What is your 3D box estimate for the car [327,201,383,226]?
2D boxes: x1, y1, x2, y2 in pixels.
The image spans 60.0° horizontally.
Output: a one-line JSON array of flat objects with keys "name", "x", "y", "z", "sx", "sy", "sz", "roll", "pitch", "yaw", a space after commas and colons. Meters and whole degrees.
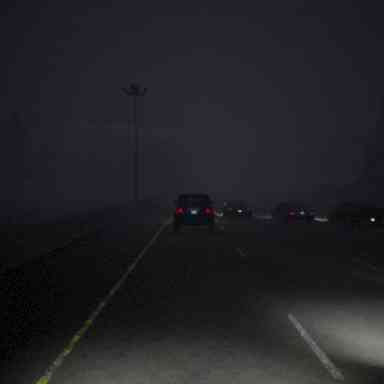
[{"name": "car", "x": 10.603, "y": 1.367, "z": 21.919, "sx": 1.837, "sy": 1.490, "sz": 4.892, "roll": 0, "pitch": 0, "yaw": 0}]

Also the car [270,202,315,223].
[{"name": "car", "x": 7.103, "y": 1.397, "z": 23.917, "sx": 2.033, "sy": 1.411, "sz": 5.357, "roll": 0, "pitch": 0, "yaw": 0}]

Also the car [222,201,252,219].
[{"name": "car", "x": 3.604, "y": 1.394, "z": 27.058, "sx": 1.994, "sy": 1.385, "sz": 4.181, "roll": 0, "pitch": 0, "yaw": 0}]

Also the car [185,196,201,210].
[{"name": "car", "x": 0.105, "y": 1.273, "z": 38.984, "sx": 1.812, "sy": 1.442, "sz": 4.674, "roll": 0, "pitch": 0, "yaw": 0}]

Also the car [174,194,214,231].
[{"name": "car", "x": 0.102, "y": 1.099, "z": 19.522, "sx": 2.150, "sy": 2.045, "sz": 5.566, "roll": 0, "pitch": 0, "yaw": 0}]
